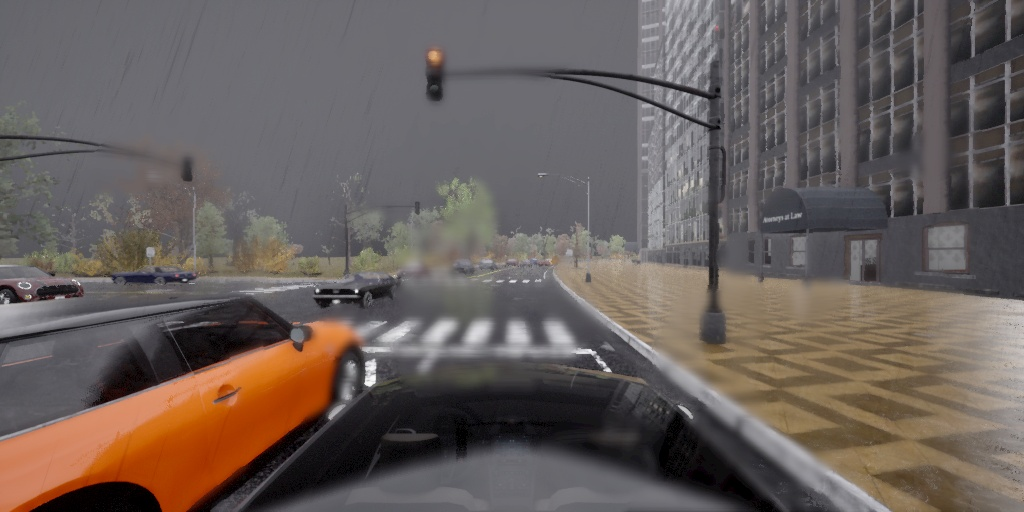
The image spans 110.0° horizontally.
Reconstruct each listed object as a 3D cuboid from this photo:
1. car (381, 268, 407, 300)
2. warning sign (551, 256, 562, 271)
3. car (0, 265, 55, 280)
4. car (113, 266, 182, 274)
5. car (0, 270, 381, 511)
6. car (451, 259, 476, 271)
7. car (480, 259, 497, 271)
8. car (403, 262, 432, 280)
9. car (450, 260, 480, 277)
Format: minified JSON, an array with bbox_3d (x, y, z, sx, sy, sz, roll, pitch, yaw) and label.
[{"bbox_3d":[-6.283,1.349,15.178,1.895,1.301,4.718,0,0,2],"label":"car"},{"bbox_3d":[5.473,0.870,44.136,1.300,1.860,1.060,0,0,7],"label":"warning sign"},{"bbox_3d":[-20.962,1.159,14.990,4.553,1.767,2.097,0,0,4],"label":"car"},{"bbox_3d":[-24.924,1.382,25.045,4.718,1.301,1.895,0,0,4],"label":"car"},{"bbox_3d":[-3.102,1.102,3.209,2.097,1.767,4.553,0,0,0],"label":"car"},{"bbox_3d":[-6.600,1.242,49.408,2.128,1.511,4.902,0,0,8],"label":"car"},{"bbox_3d":[-3.274,1.277,49.829,1.812,1.442,4.674,0,0,8],"label":"car"},{"bbox_3d":[-8.512,1.273,31.798,1.812,1.442,4.674,0,0,5],"label":"car"},{"bbox_3d":[-4.850,1.350,36.162,1.895,1.301,4.718,0,0,6],"label":"car"}]
